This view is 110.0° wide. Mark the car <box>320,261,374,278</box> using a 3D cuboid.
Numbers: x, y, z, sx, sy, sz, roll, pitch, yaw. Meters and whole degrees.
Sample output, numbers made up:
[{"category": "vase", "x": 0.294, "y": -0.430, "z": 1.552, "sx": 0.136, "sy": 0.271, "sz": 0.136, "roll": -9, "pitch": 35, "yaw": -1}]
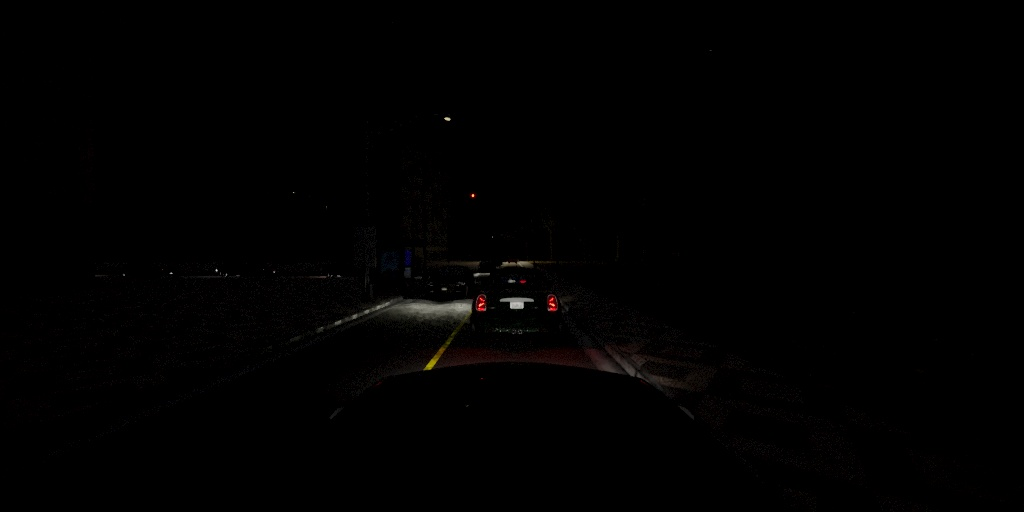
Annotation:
[{"category": "car", "x": -14.453, "y": 1.192, "z": 32.014, "sx": 4.902, "sy": 1.511, "sz": 2.128, "roll": 0, "pitch": 1, "yaw": 2}]

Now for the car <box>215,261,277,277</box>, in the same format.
[{"category": "car", "x": -23.825, "y": 1.166, "z": 32.278, "sx": 4.902, "sy": 1.511, "sz": 2.128, "roll": 0, "pitch": 1, "yaw": 2}]

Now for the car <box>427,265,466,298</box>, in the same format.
[{"category": "car", "x": -3.052, "y": 1.218, "z": 18.673, "sx": 1.882, "sy": 1.535, "sz": 5.008, "roll": 0, "pitch": 0, "yaw": 0}]

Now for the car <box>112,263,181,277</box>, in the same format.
[{"category": "car", "x": -33.062, "y": 1.249, "z": 32.544, "sx": 4.718, "sy": 1.301, "sz": 1.895, "roll": 0, "pitch": 1, "yaw": 2}]

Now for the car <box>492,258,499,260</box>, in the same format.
[{"category": "car", "x": -2.982, "y": 1.186, "z": 43.425, "sx": 1.882, "sy": 1.535, "sz": 5.008, "roll": 0, "pitch": 0, "yaw": 0}]

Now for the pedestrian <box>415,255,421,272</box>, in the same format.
[{"category": "pedestrian", "x": -9.980, "y": 0.800, "z": 38.122, "sx": 0.375, "sy": 1.860, "sz": 0.375, "roll": 0, "pitch": 0, "yaw": 2}]

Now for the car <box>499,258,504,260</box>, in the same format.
[{"category": "car", "x": -2.910, "y": 1.224, "z": 62.458, "sx": 2.033, "sy": 1.411, "sz": 5.357, "roll": 0, "pitch": 0, "yaw": 0}]

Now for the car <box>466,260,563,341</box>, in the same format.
[{"category": "car", "x": 0.114, "y": 1.099, "z": 9.972, "sx": 2.097, "sy": 1.767, "sz": 4.553, "roll": 0, "pitch": 0, "yaw": 0}]
